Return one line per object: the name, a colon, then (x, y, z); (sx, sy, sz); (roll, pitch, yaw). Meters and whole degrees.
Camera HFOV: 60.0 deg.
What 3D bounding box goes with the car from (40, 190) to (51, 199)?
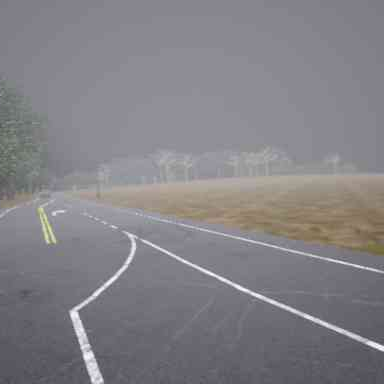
car: (-34.429, 0.538, 78.325); (2.150, 2.045, 5.566); (-3, 2, -24)
